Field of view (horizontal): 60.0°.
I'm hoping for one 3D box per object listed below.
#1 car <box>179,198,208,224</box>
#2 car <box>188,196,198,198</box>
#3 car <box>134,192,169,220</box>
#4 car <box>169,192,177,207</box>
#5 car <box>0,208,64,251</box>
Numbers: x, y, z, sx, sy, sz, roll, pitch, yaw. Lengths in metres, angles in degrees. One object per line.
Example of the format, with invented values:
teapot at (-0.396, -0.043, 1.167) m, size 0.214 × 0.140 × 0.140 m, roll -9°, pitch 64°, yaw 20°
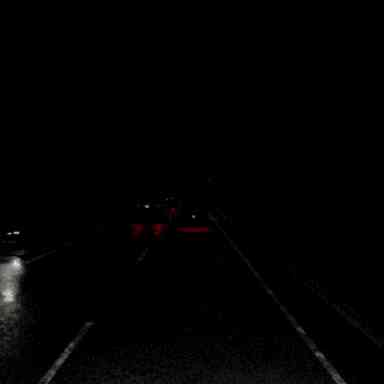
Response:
car at (0.111, 1.440, 24.170) m, size 1.882 × 1.535 × 5.008 m, roll 0°, pitch 0°, yaw 0°
car at (0.137, 1.310, 47.542) m, size 2.128 × 1.511 × 4.902 m, roll 0°, pitch 0°, yaw 0°
car at (-3.387, 1.170, 27.769) m, size 2.150 × 2.045 × 5.566 m, roll 0°, pitch 0°, yaw 0°
car at (-3.356, 1.036, 47.912) m, size 2.150 × 2.045 × 5.566 m, roll 0°, pitch 0°, yaw 0°
car at (-7.092, 1.478, 14.167) m, size 2.128 × 1.511 × 4.902 m, roll 0°, pitch 0°, yaw 0°
